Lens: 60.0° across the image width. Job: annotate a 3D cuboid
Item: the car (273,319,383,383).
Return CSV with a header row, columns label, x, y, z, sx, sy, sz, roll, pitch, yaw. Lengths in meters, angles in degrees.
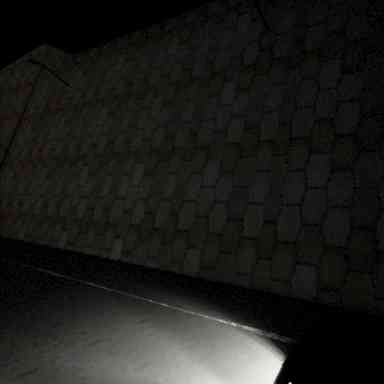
label,x,y,z,sx,sy,sz,roll,pitch,yaw
car,2.630,1.582,2.114,4.181,1.385,1.994,1,1,36
